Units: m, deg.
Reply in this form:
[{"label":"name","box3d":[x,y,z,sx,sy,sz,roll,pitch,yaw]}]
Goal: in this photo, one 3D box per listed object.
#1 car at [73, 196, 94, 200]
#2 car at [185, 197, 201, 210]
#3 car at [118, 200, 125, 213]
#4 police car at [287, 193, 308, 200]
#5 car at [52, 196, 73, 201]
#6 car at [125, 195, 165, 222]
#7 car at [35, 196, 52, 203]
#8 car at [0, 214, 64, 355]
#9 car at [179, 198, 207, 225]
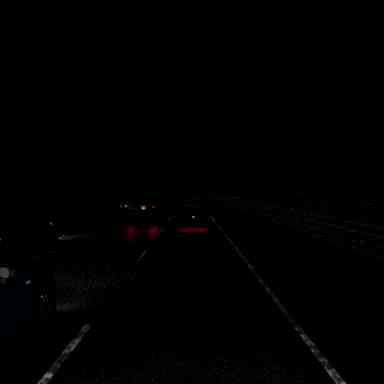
[{"label":"car","box3d":[-17.565,1.435,55.779,2.128,1.511,4.902,0,0,0]},{"label":"car","box3d":[0.092,1.442,42.340,1.882,1.535,5.008,0,0,0]},{"label":"car","box3d":[-6.906,1.519,37.309,2.033,1.411,5.357,0,0,0]},{"label":"police car","box3d":[19.645,0.821,62.413,1.930,1.638,5.238,0,-2,-16]},{"label":"car","box3d":[-21.062,1.448,55.771,1.837,1.490,4.892,0,0,0]},{"label":"car","box3d":[-3.417,1.206,25.996,2.150,2.045,5.566,0,0,0]},{"label":"car","box3d":[-24.555,1.470,55.762,1.812,1.442,4.674,0,0,1]},{"label":"car","box3d":[-3.402,1.351,3.940,2.097,1.767,4.553,0,0,0]},{"label":"car","box3d":[0.096,1.463,24.136,1.882,1.535,5.008,0,0,0]}]
